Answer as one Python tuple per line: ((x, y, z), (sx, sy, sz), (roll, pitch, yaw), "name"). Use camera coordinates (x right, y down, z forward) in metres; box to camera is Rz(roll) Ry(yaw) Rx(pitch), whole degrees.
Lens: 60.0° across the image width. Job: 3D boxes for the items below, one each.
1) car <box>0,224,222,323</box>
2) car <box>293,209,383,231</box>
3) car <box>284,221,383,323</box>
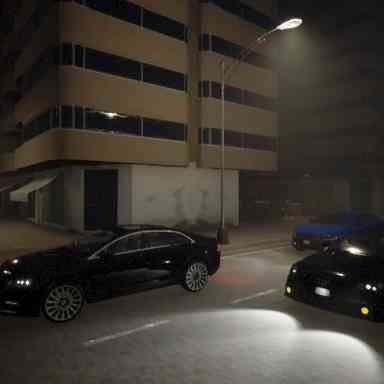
((-1.548, 1.492, 7.289), (4.902, 1.511, 2.128), (0, 0, -37), "car")
((5.947, 1.478, 13.113), (5.008, 1.535, 1.882), (0, 0, -38), "car")
((3.853, 1.564, 7.043), (4.181, 1.385, 1.994), (0, 0, -38), "car")
